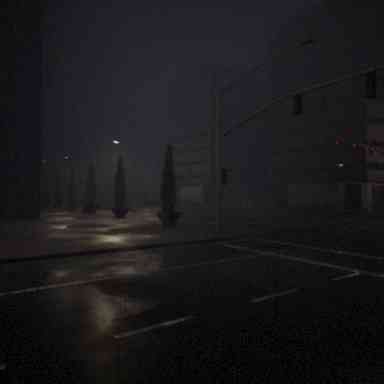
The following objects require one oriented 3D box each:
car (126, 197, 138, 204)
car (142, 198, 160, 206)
[{"bbox_3d":[-12.908,1.644,68.119,2.033,1.411,5.357,0,0,-35],"label":"car"},{"bbox_3d":[-7.175,1.754,59.998,1.895,1.301,4.718,0,0,-35],"label":"car"}]
